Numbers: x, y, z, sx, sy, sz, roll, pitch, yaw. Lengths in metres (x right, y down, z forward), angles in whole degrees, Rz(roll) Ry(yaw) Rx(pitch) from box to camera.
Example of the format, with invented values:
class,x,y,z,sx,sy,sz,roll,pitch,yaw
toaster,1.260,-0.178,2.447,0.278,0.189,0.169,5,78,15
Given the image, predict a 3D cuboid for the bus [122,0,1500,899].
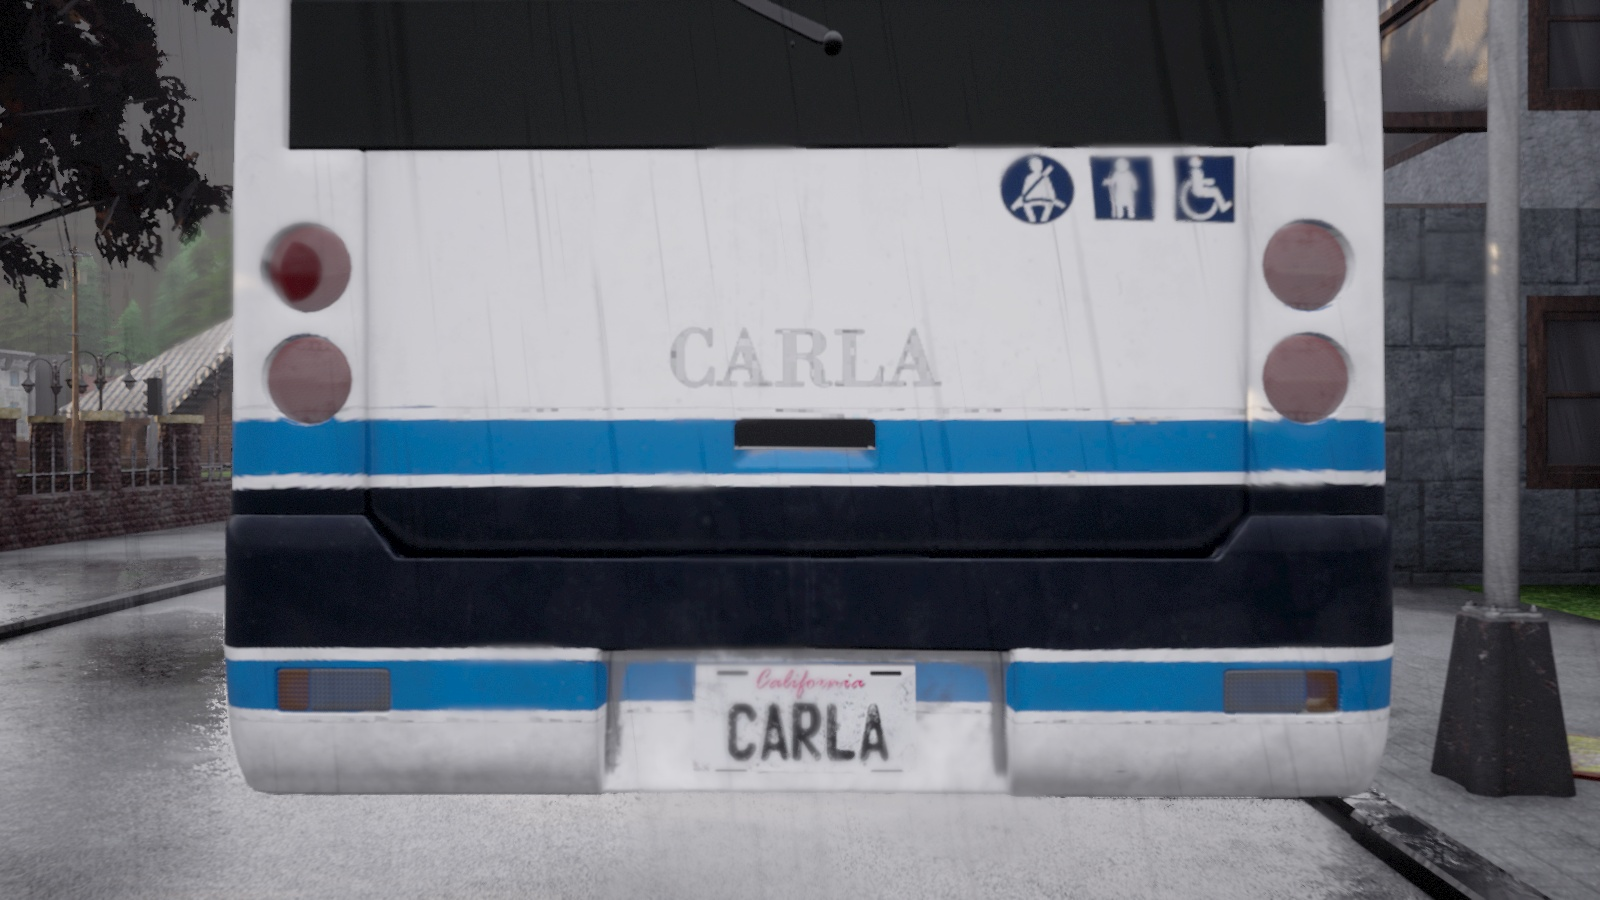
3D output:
class,x,y,z,sx,sy,sz,roll,pitch,yaw
bus,0.085,-0.706,8.737,3.944,4.253,10.273,0,0,1
